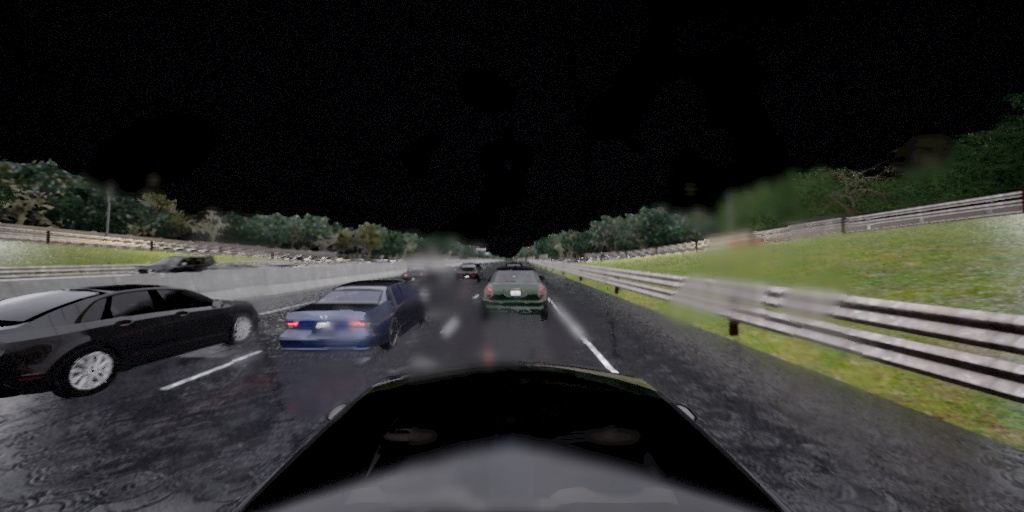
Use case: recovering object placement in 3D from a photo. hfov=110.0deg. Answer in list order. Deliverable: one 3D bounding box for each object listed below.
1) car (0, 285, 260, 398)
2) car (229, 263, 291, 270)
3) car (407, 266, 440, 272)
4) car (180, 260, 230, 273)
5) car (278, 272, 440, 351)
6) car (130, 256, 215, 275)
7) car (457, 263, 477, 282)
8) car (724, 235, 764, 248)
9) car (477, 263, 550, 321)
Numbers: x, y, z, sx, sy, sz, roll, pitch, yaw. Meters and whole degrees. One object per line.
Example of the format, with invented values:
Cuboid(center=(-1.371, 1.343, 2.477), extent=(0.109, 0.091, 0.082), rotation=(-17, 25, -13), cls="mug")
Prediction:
Cuboid(center=(-6.909, 1.268, 6.526), extent=(1.837, 1.490, 4.892), rotation=(0, 0, 0), cls="car")
Cuboid(center=(-17.547, 1.359, 26.443), extent=(2.033, 1.411, 5.357), rotation=(0, 0, 0), cls="car")
Cuboid(center=(-6.848, 1.415, 27.537), extent=(1.895, 1.301, 4.718), rotation=(0, 0, 0), cls="car")
Cuboid(center=(-21.045, 1.303, 26.535), extent=(2.128, 1.511, 4.902), rotation=(0, 0, 0), cls="car")
Cuboid(center=(-3.397, 1.315, 9.019), extent=(2.033, 1.411, 5.357), rotation=(0, 0, 0), cls="car")
Cuboid(center=(-24.546, 1.033, 26.501), extent=(2.150, 2.045, 5.566), rotation=(0, 0, 0), cls="car")
Cuboid(center=(-3.342, 1.323, 29.410), extent=(1.837, 1.490, 4.892), rotation=(0, 0, 0), cls="car")
Cuboid(center=(32.743, -1.889, 50.705), extent=(2.150, 2.045, 5.566), rotation=(0, -4, -8), cls="car")
Cuboid(center=(0.113, 1.129, 12.764), extent=(2.097, 1.767, 4.553), rotation=(0, 0, 0), cls="car")
